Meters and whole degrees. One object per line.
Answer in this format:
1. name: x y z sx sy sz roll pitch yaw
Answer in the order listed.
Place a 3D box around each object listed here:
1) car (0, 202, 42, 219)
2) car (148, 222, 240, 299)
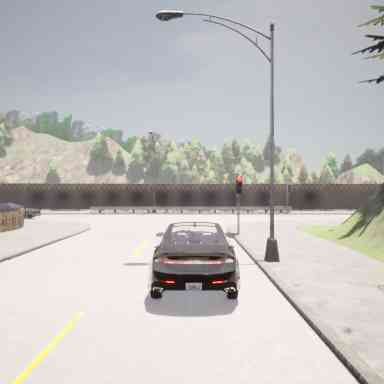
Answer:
1. car: -15.259 1.547 27.224 5.357 1.411 2.033 0 0 0
2. car: 0.067 1.491 8.427 2.128 1.511 4.902 0 0 1
